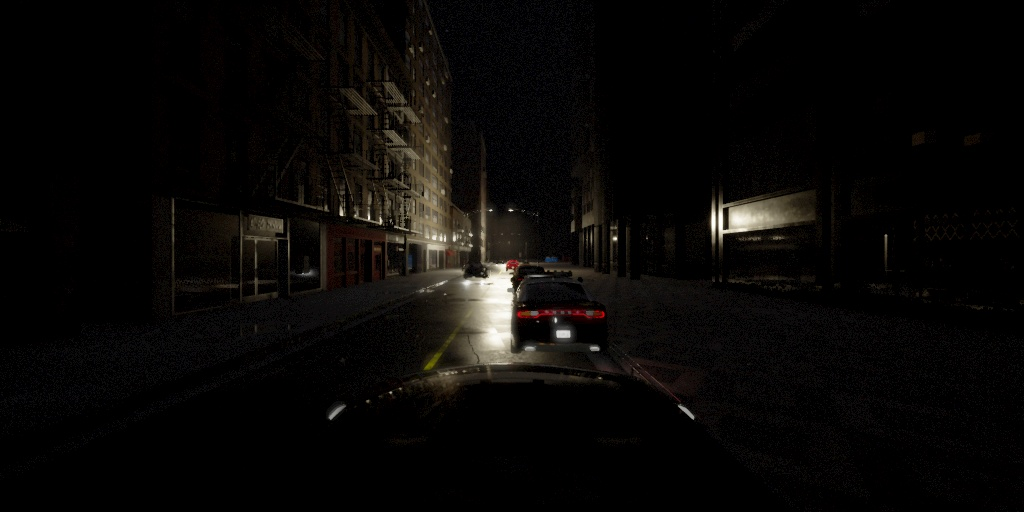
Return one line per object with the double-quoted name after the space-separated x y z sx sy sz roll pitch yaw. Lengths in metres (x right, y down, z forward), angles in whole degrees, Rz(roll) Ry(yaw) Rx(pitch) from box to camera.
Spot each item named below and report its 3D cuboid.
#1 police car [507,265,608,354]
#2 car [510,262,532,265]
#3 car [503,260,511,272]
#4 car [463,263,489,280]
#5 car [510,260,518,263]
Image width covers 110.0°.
0.914 1.175 8.919 1.930 1.638 5.238 0 0 0 "police car"
0.940 1.256 18.809 1.837 1.490 4.892 0 0 0 "car"
0.148 1.301 47.410 1.812 1.442 4.674 0 0 1 "car"
-3.030 1.304 31.223 2.033 1.411 5.357 0 0 0 "car"
0.955 1.209 25.000 1.801 1.575 5.366 0 0 0 "car"
